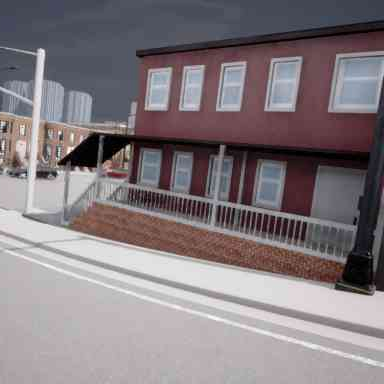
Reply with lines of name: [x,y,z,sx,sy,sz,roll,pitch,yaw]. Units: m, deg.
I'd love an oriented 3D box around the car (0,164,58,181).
car: [-16.062,-2.041,33.565,1.837,1.490,4.892,10,6,35]

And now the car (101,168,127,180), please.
car: [-11.158,-2.531,46.286,1.812,1.442,4.674,10,6,35]
